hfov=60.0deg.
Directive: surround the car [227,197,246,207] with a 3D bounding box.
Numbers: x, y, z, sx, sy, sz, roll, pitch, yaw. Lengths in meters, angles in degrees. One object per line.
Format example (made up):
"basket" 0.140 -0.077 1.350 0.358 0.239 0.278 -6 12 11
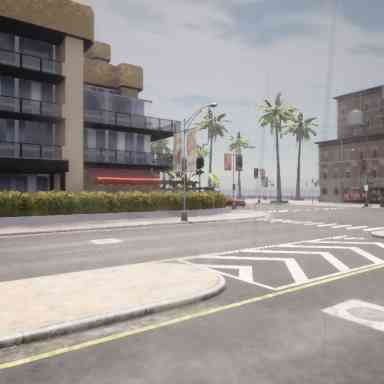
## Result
"car" 6.156 1.478 51.241 1.882 1.535 5.008 0 0 -35
